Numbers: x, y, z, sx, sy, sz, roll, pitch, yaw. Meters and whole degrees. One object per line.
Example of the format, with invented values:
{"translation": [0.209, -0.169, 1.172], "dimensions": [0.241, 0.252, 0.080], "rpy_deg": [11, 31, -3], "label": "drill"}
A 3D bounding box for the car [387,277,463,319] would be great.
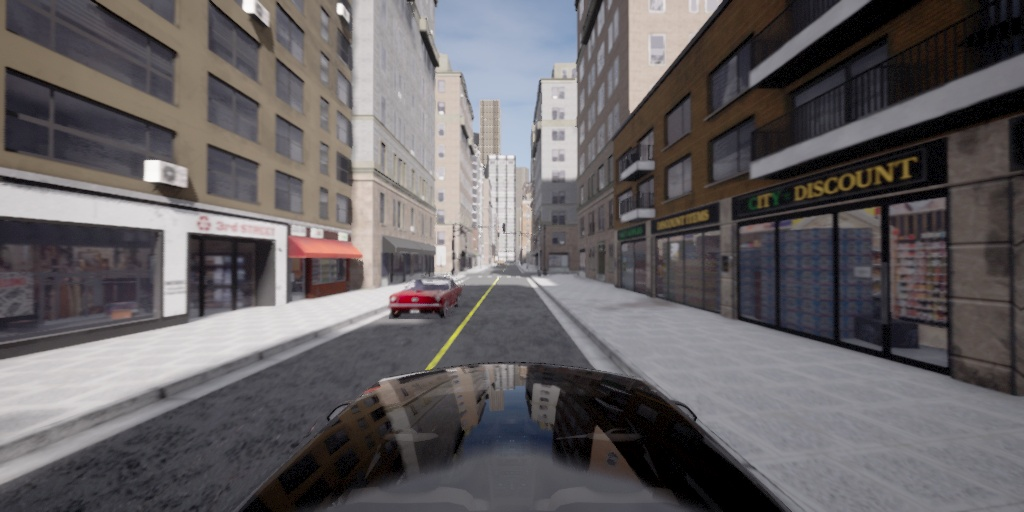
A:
{"translation": [-3.099, 1.484, 13.664], "dimensions": [1.895, 1.301, 4.718], "rpy_deg": [0, -1, 0], "label": "car"}
